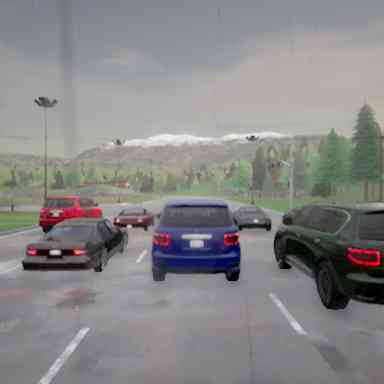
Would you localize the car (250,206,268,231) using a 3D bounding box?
[{"bbox_3d":[3.582,1.573,20.627,1.994,1.385,4.181,0,0,0],"label":"car"}]

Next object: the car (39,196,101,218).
[{"bbox_3d":[-6.910,1.231,19.538,2.150,2.045,5.566,0,0,0],"label":"car"}]

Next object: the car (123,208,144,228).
[{"bbox_3d":[-3.418,1.610,20.604,1.895,1.301,4.718,0,0,1],"label":"car"}]

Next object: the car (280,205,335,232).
[{"bbox_3d":[7.086,1.573,20.836,1.994,1.385,4.181,0,0,0],"label":"car"}]

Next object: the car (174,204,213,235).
[{"bbox_3d":[0.083,1.557,20.269,2.033,1.411,5.357,0,0,0],"label":"car"}]

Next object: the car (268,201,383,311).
[{"bbox_3d":[3.601,1.225,7.912,2.150,2.045,5.566,0,0,0],"label":"car"}]

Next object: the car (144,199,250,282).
[{"bbox_3d":[0.089,1.225,9.921,2.150,2.045,5.566,0,0,0],"label":"car"}]

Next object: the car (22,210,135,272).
[{"bbox_3d":[-3.401,1.553,10.766,2.033,1.411,5.357,0,0,0],"label":"car"}]
